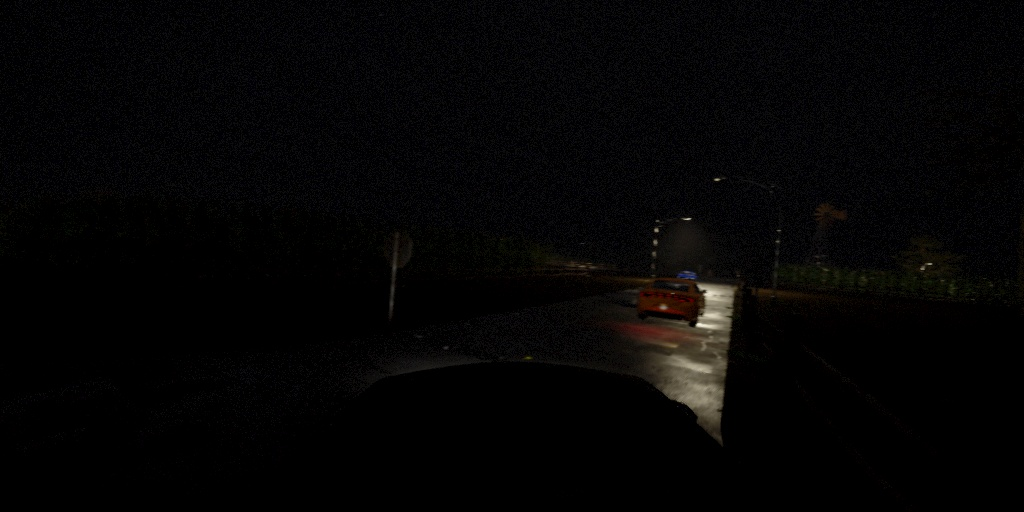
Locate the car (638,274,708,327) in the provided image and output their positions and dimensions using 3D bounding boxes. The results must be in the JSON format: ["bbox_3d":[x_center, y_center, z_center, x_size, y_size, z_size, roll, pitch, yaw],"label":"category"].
[{"bbox_3d":[6.258,1.605,13.777,1.882,1.535,5.008,5,1,32],"label":"car"}]

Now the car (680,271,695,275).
[{"bbox_3d":[20.268,2.500,41.381,1.812,1.442,4.674,5,1,32],"label":"car"}]
